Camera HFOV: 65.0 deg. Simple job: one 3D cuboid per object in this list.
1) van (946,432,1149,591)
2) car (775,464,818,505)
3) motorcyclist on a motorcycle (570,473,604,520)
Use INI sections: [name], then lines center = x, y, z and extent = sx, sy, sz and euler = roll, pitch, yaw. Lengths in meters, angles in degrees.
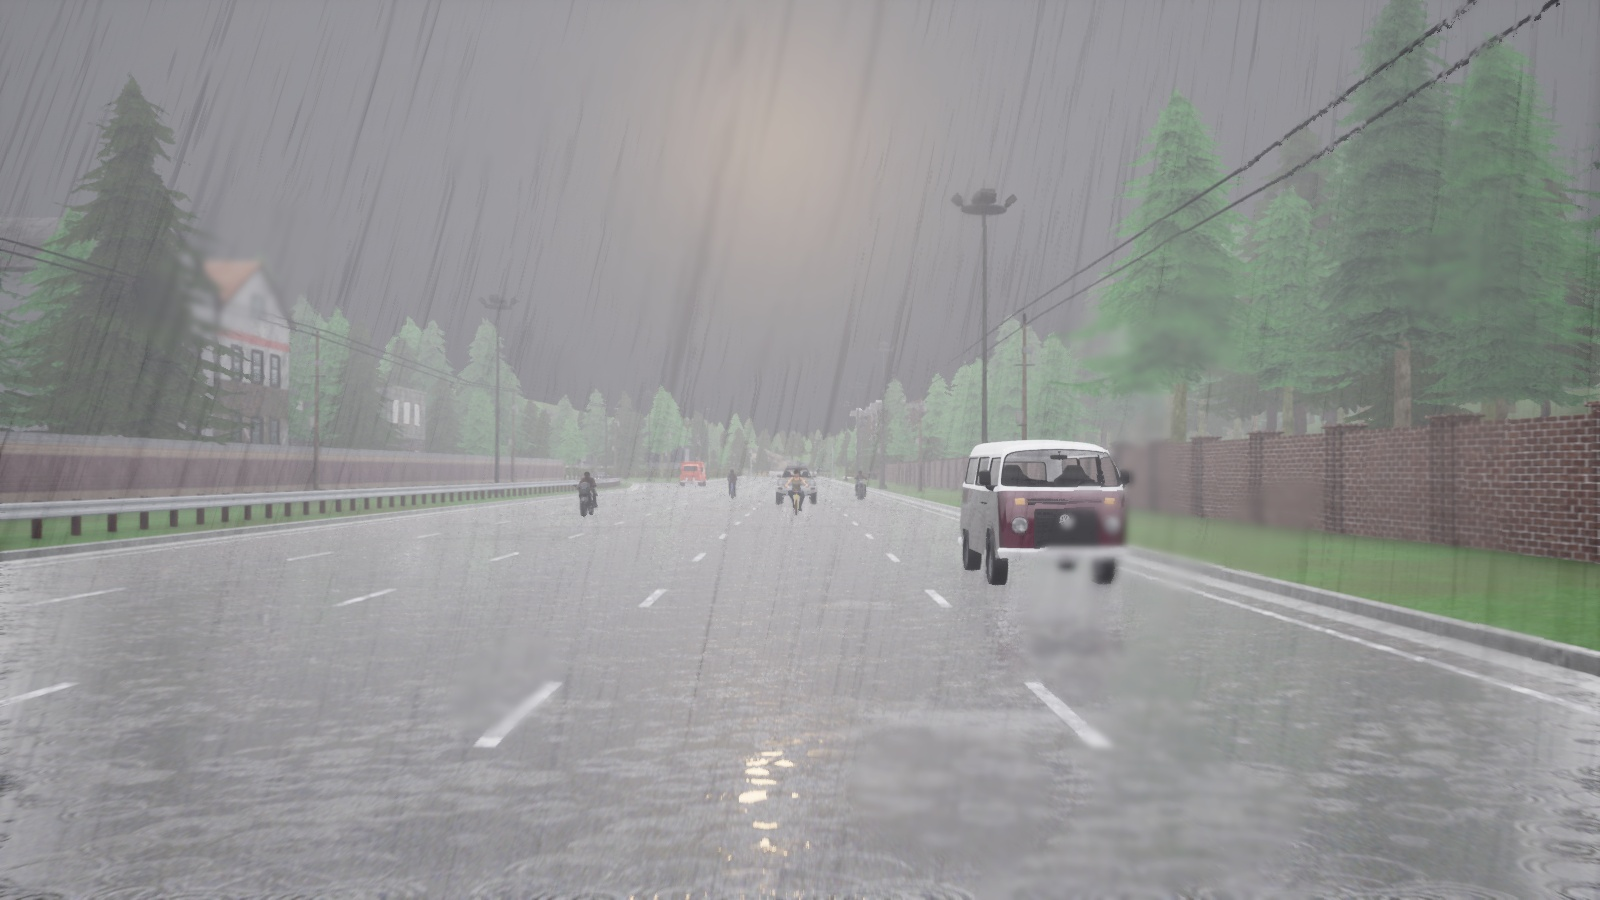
[van]
center = 3.454, 0.833, 18.454
extent = 2.069, 2.038, 4.480
euler = 0, -1, 0
[car]
center = -0.144, 1.630, 59.481
extent = 1.932, 1.855, 4.605
euler = 0, -2, 0
[motorcyclist on a motorcycle]
center = -7.101, 1.529, 42.033
extent = 0.797, 1.523, 2.044
euler = 0, -1, 0
